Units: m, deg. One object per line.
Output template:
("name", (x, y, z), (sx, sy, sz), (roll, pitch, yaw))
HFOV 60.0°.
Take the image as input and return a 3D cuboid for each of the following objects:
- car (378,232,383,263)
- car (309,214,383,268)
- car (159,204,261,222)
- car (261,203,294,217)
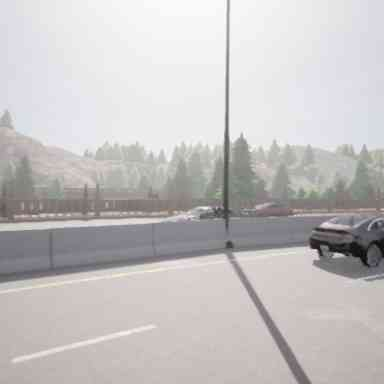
("car", (6.647, 1.611, 7.588), (4.718, 1.301, 1.895), (0, 0, -29))
("car", (6.169, 1.494, 11.258), (4.902, 1.511, 2.128), (0, 0, -28))
("car", (0.692, 1.459, 16.454), (4.902, 1.511, 2.128), (0, 0, -29))
("car", (6.134, 1.556, 26.920), (4.181, 1.385, 1.994), (0, 0, -24))
